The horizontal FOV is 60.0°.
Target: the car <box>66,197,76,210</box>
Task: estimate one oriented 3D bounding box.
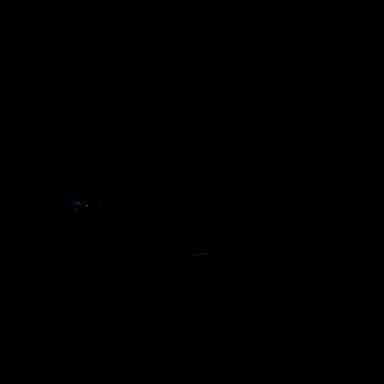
[{"bbox_3d":[-18.931,1.861,53.948,2.150,2.045,5.566,0,-1,-29],"label":"car"}]

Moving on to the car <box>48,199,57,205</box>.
[{"bbox_3d":[-36.400,2.567,86.886,1.812,1.442,4.674,0,0,-29],"label":"car"}]

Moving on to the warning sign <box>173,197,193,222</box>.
[{"bbox_3d":[-0.729,1.380,26.652,1.300,1.860,1.060,0,-1,-29],"label":"warning sign"}]

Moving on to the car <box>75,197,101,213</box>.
[{"bbox_3d":[-13.969,1.880,45.247,2.097,1.767,4.553,0,-1,-30],"label":"car"}]
